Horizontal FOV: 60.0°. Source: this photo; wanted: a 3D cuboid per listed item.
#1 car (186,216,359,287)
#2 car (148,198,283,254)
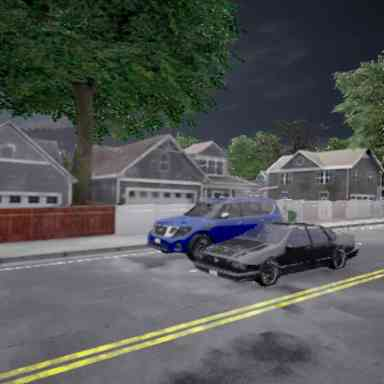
[{"bbox_3d":[2.687,1.579,9.590,5.357,1.411,2.033,0,0,-35],"label":"car"},{"bbox_3d":[1.131,1.255,12.473,5.566,2.045,2.150,0,0,-35],"label":"car"}]
